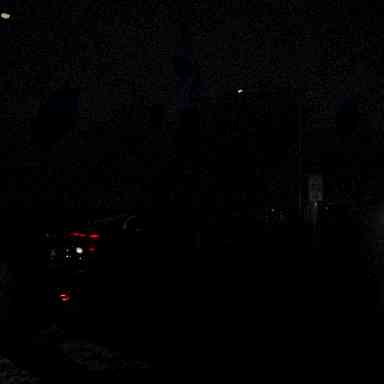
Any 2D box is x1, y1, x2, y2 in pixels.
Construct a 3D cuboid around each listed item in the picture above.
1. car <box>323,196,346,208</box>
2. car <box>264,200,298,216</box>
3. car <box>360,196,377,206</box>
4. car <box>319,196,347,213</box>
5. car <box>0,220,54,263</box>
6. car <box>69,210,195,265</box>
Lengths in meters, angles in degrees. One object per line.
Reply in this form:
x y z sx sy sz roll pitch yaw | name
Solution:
19.762 1.379 45.892 1.837 1.490 4.892 0 0 36 | car
8.093 1.379 30.075 1.994 1.385 4.181 0 0 36 | car
27.269 1.359 51.340 1.882 1.535 5.008 0 0 36 | car
14.195 1.299 33.436 2.128 1.511 4.902 0 0 36 | car
-6.854 1.480 9.615 2.033 1.411 5.357 0 1 36 | car
-1.812 1.402 11.509 1.837 1.490 4.892 0 1 36 | car
